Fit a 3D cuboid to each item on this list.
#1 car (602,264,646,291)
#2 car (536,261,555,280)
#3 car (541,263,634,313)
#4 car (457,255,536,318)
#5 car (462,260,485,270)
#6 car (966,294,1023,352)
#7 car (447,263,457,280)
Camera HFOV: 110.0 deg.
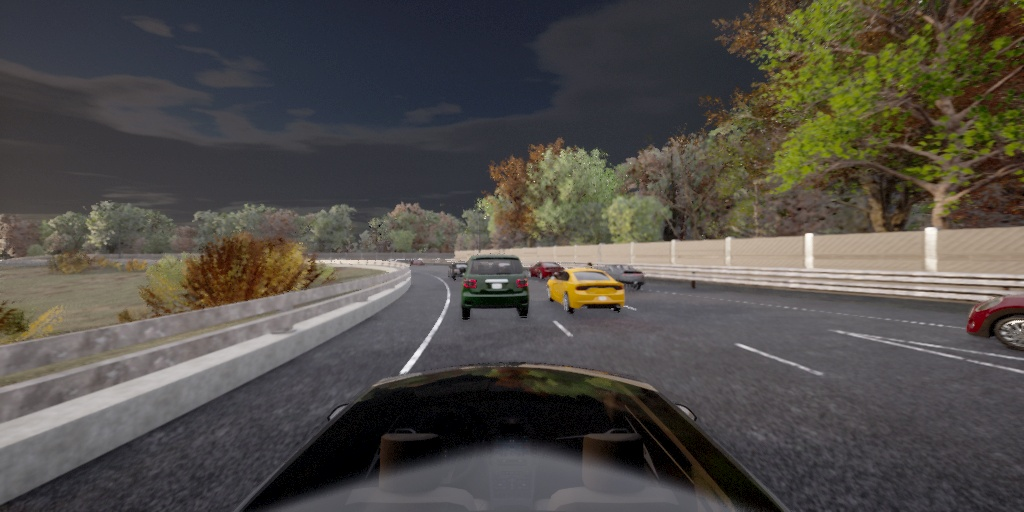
[{"bbox_3d":[5.859,1.222,21.466,2.128,1.511,4.902,0,0,-18],"label":"car"},{"bbox_3d":[2.887,1.221,31.008,1.882,1.535,5.008,0,0,-14],"label":"car"},{"bbox_3d":[2.663,1.220,14.020,1.882,1.535,5.008,0,0,-6],"label":"car"},{"bbox_3d":[-0.731,0.976,13.166,2.150,2.045,5.566,0,0,-6],"label":"car"},{"bbox_3d":[-5.722,1.342,52.642,1.994,1.385,4.181,0,0,-27],"label":"car"},{"bbox_3d":[11.872,1.060,6.429,2.097,1.767,4.553,0,0,-25],"label":"car"},{"bbox_3d":[-4.499,1.296,31.453,1.812,1.442,4.674,0,0,-16],"label":"car"}]
